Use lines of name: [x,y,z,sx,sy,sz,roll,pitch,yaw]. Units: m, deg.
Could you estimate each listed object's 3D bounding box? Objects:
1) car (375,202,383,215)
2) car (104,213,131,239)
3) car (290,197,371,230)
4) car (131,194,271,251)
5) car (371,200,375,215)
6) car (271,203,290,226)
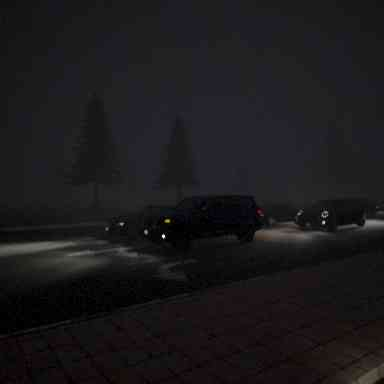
car: [16.664,1.238,25.664,4.902,1.511,2.128,-1,0,-35]
car: [-1.914,1.419,16.737,4.902,1.511,2.128,-1,0,-35]
car: [8.248,1.191,19.682,4.553,1.767,2.097,-1,0,-35]
car: [0.533,1.145,14.192,5.566,2.045,2.150,-1,0,-34]
car: [13.644,1.249,27.811,4.902,1.511,2.128,-1,0,-35]
car: [5.348,1.412,21.919,4.181,1.385,1.994,-1,0,-36]
